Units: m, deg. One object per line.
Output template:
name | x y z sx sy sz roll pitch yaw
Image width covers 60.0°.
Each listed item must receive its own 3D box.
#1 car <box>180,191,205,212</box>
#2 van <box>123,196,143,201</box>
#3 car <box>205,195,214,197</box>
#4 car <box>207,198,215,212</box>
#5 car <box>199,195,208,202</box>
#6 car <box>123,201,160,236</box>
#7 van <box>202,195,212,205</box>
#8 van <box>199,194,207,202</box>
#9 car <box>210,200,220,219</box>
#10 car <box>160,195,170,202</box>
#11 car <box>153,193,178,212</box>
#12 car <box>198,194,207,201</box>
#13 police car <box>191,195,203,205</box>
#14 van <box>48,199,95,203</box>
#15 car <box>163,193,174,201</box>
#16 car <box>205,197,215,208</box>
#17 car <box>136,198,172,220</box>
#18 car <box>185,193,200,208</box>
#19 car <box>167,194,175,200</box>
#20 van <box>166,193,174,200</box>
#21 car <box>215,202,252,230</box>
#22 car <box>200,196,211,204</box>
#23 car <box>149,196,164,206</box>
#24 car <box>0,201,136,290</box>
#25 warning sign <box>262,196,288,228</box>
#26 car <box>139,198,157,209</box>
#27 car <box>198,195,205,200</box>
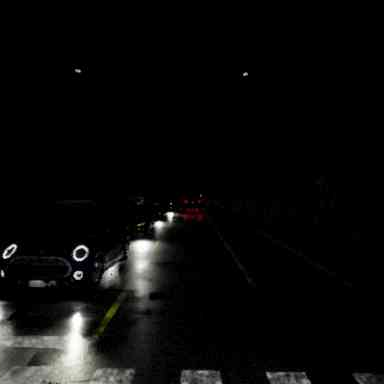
car | 0.082 1.237 38.466 2.150 2.045 5.566 1 0 0
van | -5.789 1.248 32.784 1.690 1.788 3.998 1 0 0
car | 2.736 1.607 49.352 1.887 1.381 4.507 1 0 0
car | 2.757 1.610 32.776 1.887 1.381 4.507 1 0 0
car | 2.704 1.499 76.980 1.967 1.590 4.097 1 0 0
car | -3.101 1.465 18.278 1.837 1.490 4.892 1 0 0
van | 2.726 1.402 60.403 1.690 1.788 3.998 1 0 0
van | 2.699 1.399 82.504 1.690 1.788 3.998 1 0 0
car | 2.764 1.611 27.251 1.887 1.381 4.507 1 0 0
car | -5.825 1.426 71.289 1.752 1.417 4.829 1 0 0
car | -3.077 1.308 38.368 2.097 1.767 4.553 1 0 0
car | 2.692 1.373 88.030 2.192 1.841 5.009 1 0 0
police car | 0.857 1.451 60.452 1.930 1.638 5.238 1 0 0
van | -5.775 1.252 16.209 1.690 1.788 3.998 1 0 0
car | -5.831 1.214 82.509 2.192 1.841 5.009 1 0 0
car | 2.750 1.590 38.471 1.752 1.417 4.829 1 0 0
car | -3.110 1.505 28.070 2.033 1.411 5.357 1 0 -1
car | 0.060 1.234 49.646 2.150 2.045 5.566 1 0 0
car | -5.844 1.425 93.388 1.752 1.417 4.829 1 0 0
van | -5.837 1.240 88.034 1.690 1.788 3.998 1 0 0
car | 2.771 1.613 21.725 1.887 1.381 4.507 1 0 0
car | 2.716 1.611 65.929 2.008 1.369 4.403 1 0 0
car | -5.811 1.454 54.884 2.008 1.369 4.403 1 0 0
car | -3.152 1.316 9.163 2.097 1.767 4.553 1 0 2
warning sign | 5.074 1.227 20.342 1.300 1.860 1.060 1 0 0
car | -5.803 1.487 43.834 1.802 1.307 4.206 1 0 0
car | 2.681 1.609 93.555 2.008 1.369 4.403 1 0 0
